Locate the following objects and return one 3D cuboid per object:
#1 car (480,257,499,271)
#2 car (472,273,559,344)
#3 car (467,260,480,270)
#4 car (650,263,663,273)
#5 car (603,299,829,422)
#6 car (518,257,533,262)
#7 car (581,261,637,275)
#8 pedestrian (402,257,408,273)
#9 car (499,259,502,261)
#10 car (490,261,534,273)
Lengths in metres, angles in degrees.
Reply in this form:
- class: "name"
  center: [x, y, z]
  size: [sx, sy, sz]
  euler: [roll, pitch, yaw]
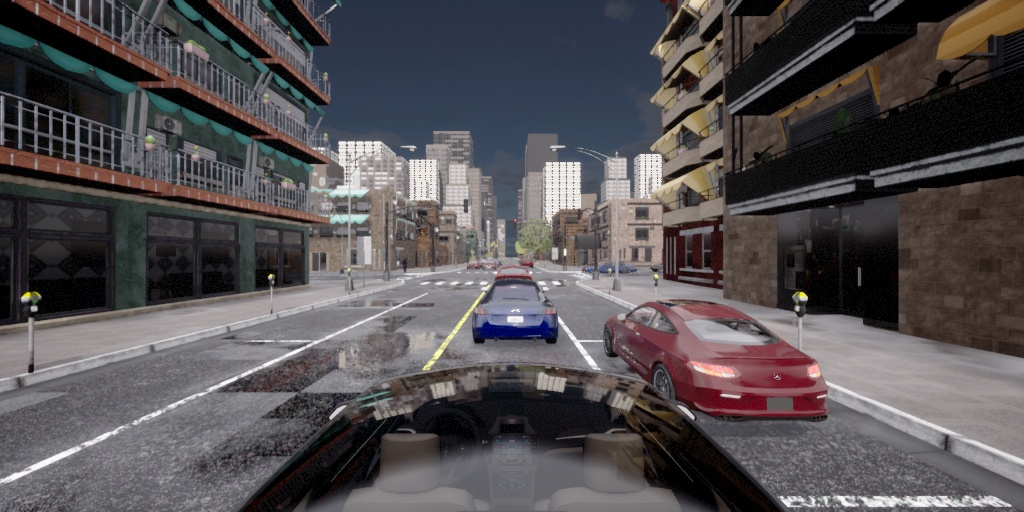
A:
- class: "car"
  center: [-3.178, 1.311, 51.373]
  size: [1.812, 1.442, 4.674]
  euler: [0, 0, 0]
- class: "car"
  center: [0.080, 1.316, 9.624]
  size: [1.994, 1.385, 4.181]
  euler: [0, 0, 0]
- class: "car"
  center: [-5.877, 1.335, 54.883]
  size: [1.888, 1.381, 4.507]
  euler: [0, 0, 0]
- class: "car"
  center: [17.426, 1.126, 39.254]
  size: [4.313, 1.339, 1.948]
  euler: [0, 0, 0]
- class: "car"
  center: [2.682, 1.333, 5.669]
  size: [1.802, 1.307, 4.207]
  euler: [0, 0, 0]
- class: "car"
  center: [2.581, 1.113, 60.420]
  size: [2.192, 1.841, 5.009]
  euler: [0, 0, 0]
- class: "car"
  center: [9.839, 1.190, 36.458]
  size: [5.357, 1.411, 2.033]
  euler: [-1, 0, -4]
- class: "pedestrian"
  center: [-12.587, 1.060, 42.130]
  size: [0.375, 1.860, 0.375]
  euler: [0, 0, 0]
- class: "car"
  center: [-3.173, 1.297, 64.724]
  size: [2.128, 1.511, 4.902]
  euler: [0, 0, 0]
- class: "car"
  center: [0.067, 1.235, 18.610]
  size: [1.882, 1.535, 5.008]
  euler: [0, 0, 0]
